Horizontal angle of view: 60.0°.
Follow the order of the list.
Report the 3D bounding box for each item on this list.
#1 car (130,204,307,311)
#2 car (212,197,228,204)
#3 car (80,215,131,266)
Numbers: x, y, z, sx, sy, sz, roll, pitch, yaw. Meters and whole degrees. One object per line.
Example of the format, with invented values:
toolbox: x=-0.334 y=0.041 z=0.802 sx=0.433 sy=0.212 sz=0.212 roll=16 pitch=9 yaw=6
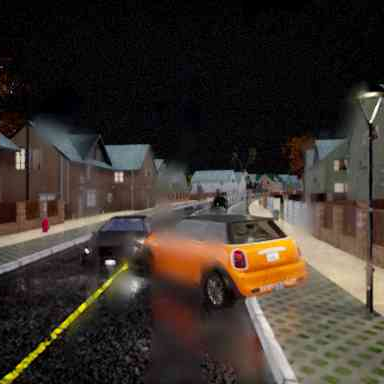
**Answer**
car: x=0.418 y=1.318 z=8.172 sx=2.097 sy=1.767 sz=4.553 roll=-2 pitch=0 yaw=-32
car: x=3.670 y=1.333 z=43.957 sx=1.812 sy=1.442 sz=4.674 roll=0 pitch=1 yaw=11
car: x=-2.249 y=1.545 z=11.824 sx=2.033 sy=1.411 sz=5.357 roll=0 pitch=0 yaw=0
